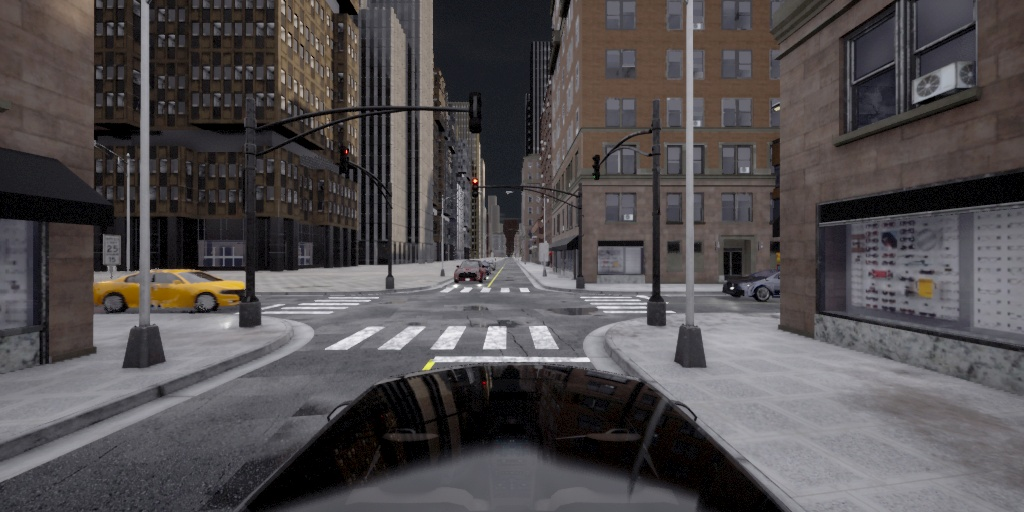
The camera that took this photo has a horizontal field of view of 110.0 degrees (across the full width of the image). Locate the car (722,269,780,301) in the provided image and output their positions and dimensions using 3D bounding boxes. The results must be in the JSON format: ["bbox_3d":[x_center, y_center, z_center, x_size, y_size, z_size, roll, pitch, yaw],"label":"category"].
[{"bbox_3d":[12.219,1.313,16.687,4.181,1.385,1.994,0,0,-1],"label":"car"}]

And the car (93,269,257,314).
[{"bbox_3d":[-12.367,1.232,13.375,5.008,1.535,1.882,0,0,-3],"label":"car"}]

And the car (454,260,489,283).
[{"bbox_3d":[-3.159,1.103,27.816,2.097,1.767,4.553,0,0,0],"label":"car"}]

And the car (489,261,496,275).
[{"bbox_3d":[-3.175,1.299,38.075,2.033,1.411,5.357,0,0,0],"label":"car"}]

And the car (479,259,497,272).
[{"bbox_3d":[-3.189,1.243,48.493,2.128,1.511,4.902,0,0,0],"label":"car"}]
